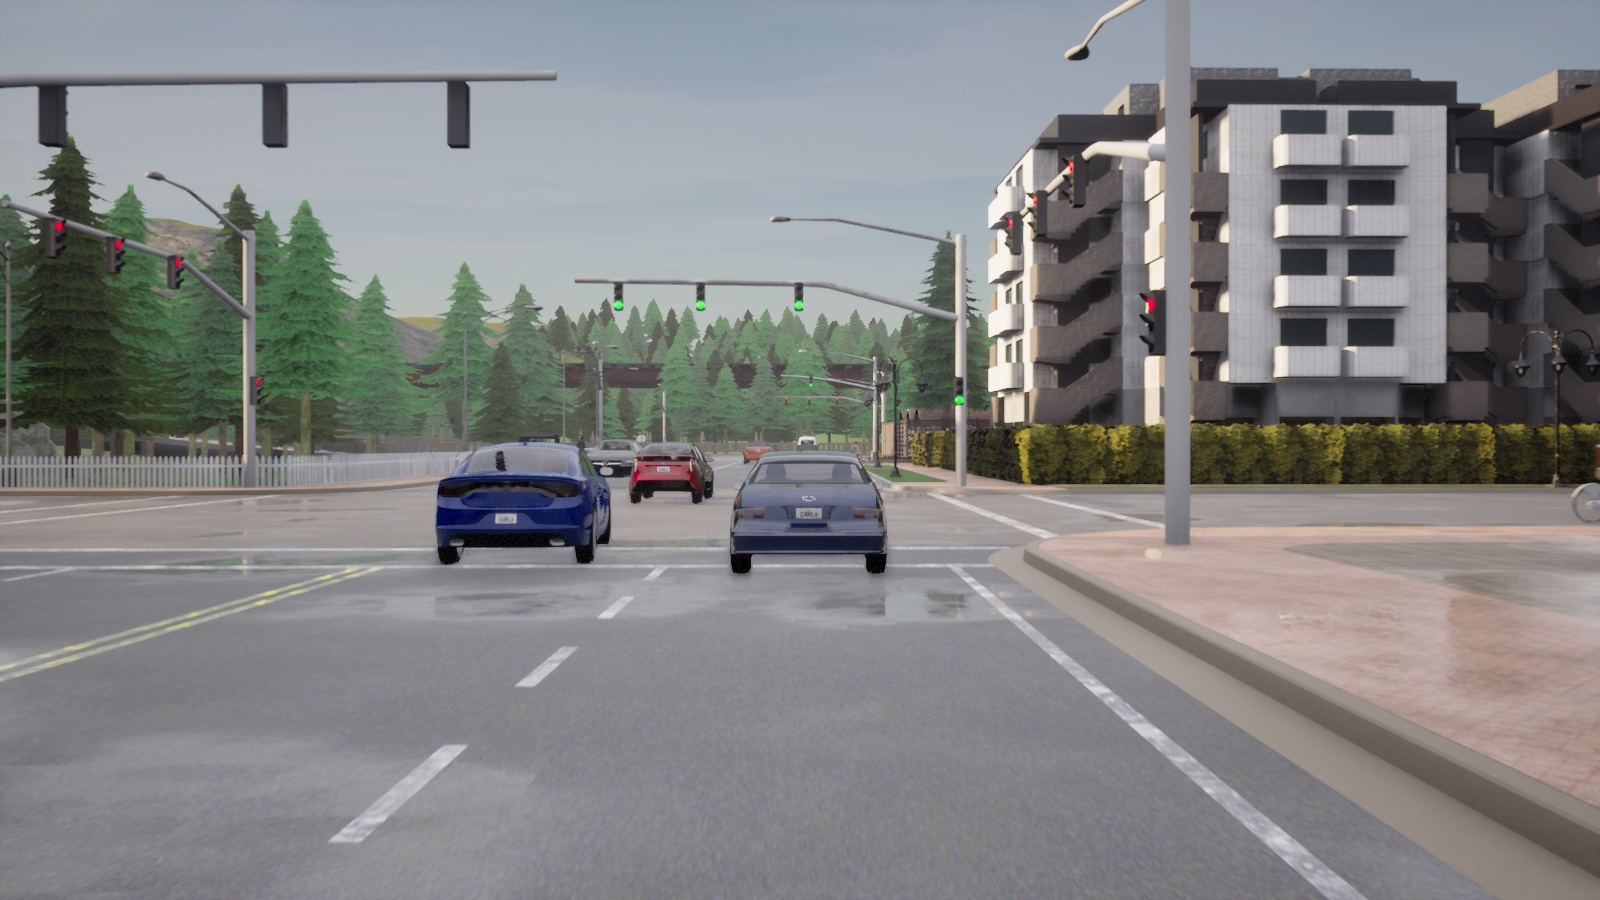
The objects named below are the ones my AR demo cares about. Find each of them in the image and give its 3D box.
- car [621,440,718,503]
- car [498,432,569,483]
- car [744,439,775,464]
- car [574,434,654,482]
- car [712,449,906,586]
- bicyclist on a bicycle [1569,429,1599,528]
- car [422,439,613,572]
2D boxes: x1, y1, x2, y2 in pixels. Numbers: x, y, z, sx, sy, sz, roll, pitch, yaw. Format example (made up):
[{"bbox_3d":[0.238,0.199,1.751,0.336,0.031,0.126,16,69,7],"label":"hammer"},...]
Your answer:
[{"bbox_3d":[-3.300,0.507,32.598,2.007,1.525,4.514,0,0,0],"label":"car"},{"bbox_3d":[-10.210,0.261,48.420,1.905,1.878,3.866,0,0,0],"label":"car"},{"bbox_3d":[-2.964,0.085,91.779,2.097,1.767,4.553,0,0,0],"label":"car"},{"bbox_3d":[-6.724,0.261,45.890,2.152,1.651,5.027,0,0,0],"label":"car"},{"bbox_3d":[0.105,0.705,15.853,2.033,1.411,5.357,0,0,0],"label":"car"},{"bbox_3d":[15.133,0.500,22.909,1.843,1.776,0.659,0,0,-3],"label":"bicyclist on a bicycle"},{"bbox_3d":[-3.640,0.625,17.063,1.882,1.535,5.008,0,0,-5],"label":"car"}]
